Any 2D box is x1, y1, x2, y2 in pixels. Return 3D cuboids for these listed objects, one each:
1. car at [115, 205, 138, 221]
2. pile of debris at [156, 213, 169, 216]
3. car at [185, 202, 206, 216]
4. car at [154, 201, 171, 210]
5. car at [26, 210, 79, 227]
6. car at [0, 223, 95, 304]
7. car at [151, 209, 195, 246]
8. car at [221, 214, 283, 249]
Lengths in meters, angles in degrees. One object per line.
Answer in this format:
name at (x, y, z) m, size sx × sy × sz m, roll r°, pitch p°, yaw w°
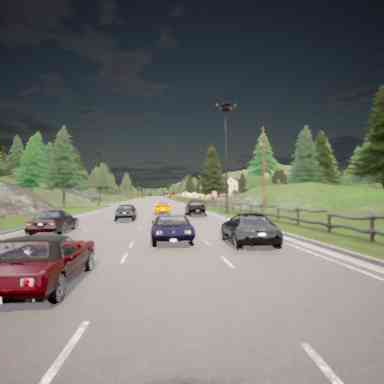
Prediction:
car at (-6.113, 1.897, 31.193) m, size 2.033 × 1.411 × 5.357 m, roll -1°, pitch 0°, yaw -6°
pile of debris at (-3.362, 2.547, 37.647) m, size 1.500 × 0.140 × 1.860 m, roll -1°, pitch -1°, yaw -6°
car at (0.347, 1.795, 36.724) m, size 1.882 × 1.535 × 5.008 m, roll -1°, pitch -1°, yaw -6°
car at (-3.540, 1.873, 40.188) m, size 1.882 × 1.535 × 5.008 m, roll -1°, pitch -1°, yaw -6°
car at (-8.503, 1.834, 20.536) m, size 2.033 × 1.411 × 5.357 m, roll -1°, pitch 0°, yaw -6°
car at (-3.776, 1.721, 8.287) m, size 1.895 × 1.301 × 4.718 m, roll -1°, pitch 0°, yaw -5°
car at (-1.008, 1.756, 16.167) m, size 1.895 × 1.301 × 4.718 m, roll -1°, pitch 0°, yaw -6°
car at (2.571, 1.665, 15.117) m, size 1.994 × 1.385 × 4.181 m, roll -1°, pitch -1°, yaw -6°
